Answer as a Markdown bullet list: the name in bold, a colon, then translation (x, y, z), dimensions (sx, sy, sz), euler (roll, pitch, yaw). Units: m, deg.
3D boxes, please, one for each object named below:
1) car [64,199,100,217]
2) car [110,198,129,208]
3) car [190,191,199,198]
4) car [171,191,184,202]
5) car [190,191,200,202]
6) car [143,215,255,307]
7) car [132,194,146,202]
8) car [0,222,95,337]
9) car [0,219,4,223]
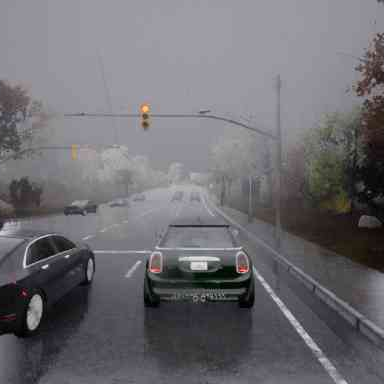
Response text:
- **car**: translation (-10.512, 1.478, 32.013), dimensions (1.882, 1.535, 5.008), euler (0, 0, 4)
- **car**: translation (-10.233, 1.565, 46.943), dimensions (1.994, 1.385, 4.181), euler (0, 0, 1)
- **car**: translation (0.609, 0.516, 75.150), dimensions (2.033, 1.411, 5.357), euler (0, 3, 1)
- **car**: translation (-2.984, 1.070, 64.608), dimensions (2.033, 1.411, 5.357), euler (0, 3, 1)
- **car**: translation (0.617, 1.056, 64.841), dimensions (2.033, 1.411, 5.357), euler (0, 3, 1)
- **car**: translation (0.143, 1.352, 8.127), dimensions (2.097, 1.767, 4.553), euler (0, 0, 0)
- **car**: translation (-10.036, 1.120, 63.703), dimensions (2.033, 1.411, 5.357), euler (0, 3, 1)
- **car**: translation (-3.377, 1.505, 6.627), dimensions (1.837, 1.490, 4.892), euler (0, 0, 0)
- **car**: translation (-10.520, 1.601, 14.721), dimensions (1.895, 1.301, 4.718), euler (0, 0, 0)
